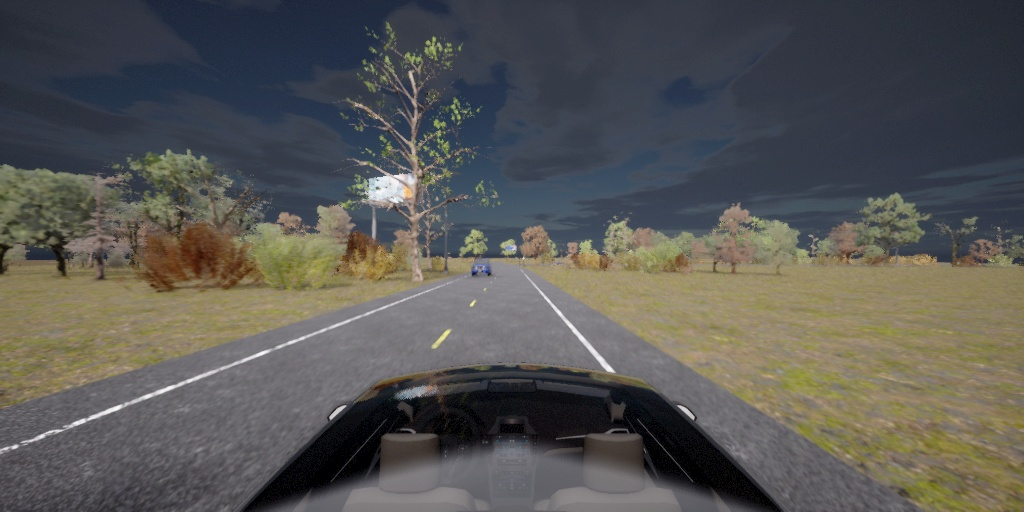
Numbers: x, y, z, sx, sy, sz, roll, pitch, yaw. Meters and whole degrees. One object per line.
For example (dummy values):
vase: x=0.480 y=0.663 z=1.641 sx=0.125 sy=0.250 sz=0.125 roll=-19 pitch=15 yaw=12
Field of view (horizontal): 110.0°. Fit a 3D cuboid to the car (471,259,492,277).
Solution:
car: x=-3.597 y=1.358 z=42.964 sx=2.150 sy=2.045 sz=5.566 roll=0 pitch=-1 yaw=0
